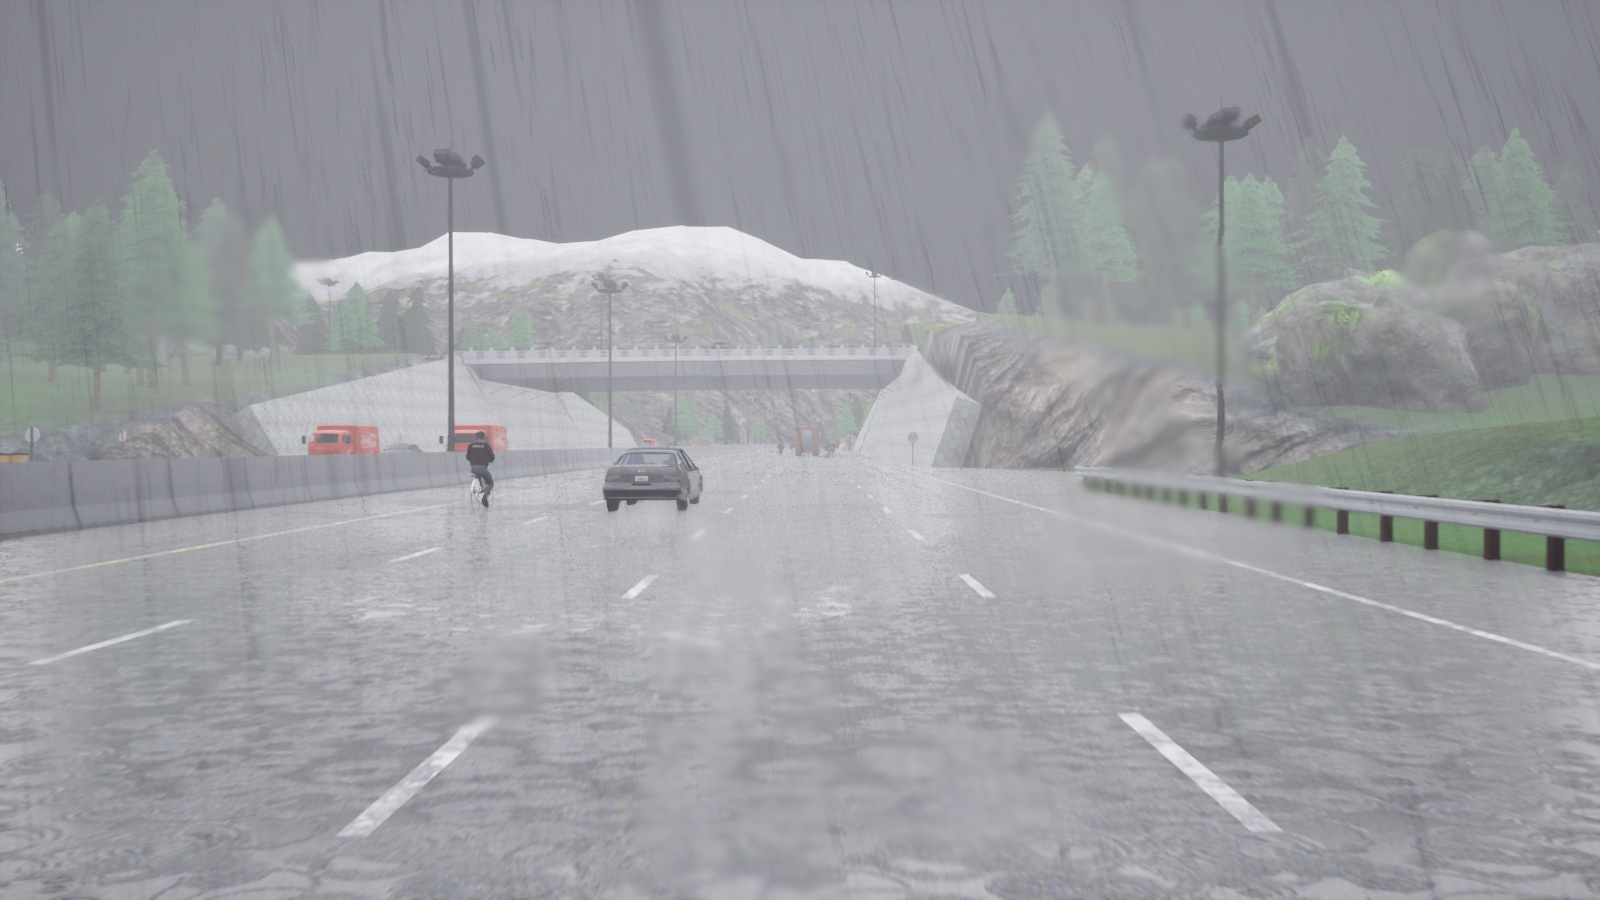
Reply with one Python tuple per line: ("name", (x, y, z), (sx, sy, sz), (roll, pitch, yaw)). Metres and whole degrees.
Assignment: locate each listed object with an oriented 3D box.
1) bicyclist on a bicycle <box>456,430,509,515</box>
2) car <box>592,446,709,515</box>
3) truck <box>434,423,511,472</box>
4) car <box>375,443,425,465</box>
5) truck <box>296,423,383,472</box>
("bicyclist on a bicycle", (-6.831, 0.459, 27.065), (0.659, 1.776, 1.843), (0, 1, 0))
("car", (-3.320, 0.628, 28.922), (2.033, 1.411, 5.357), (0, 0, 0))
("truck", (-17.110, -0.126, 65.930), (2.627, 2.467, 5.204), (0, 0, 0))
("car", (-27.510, 0.241, 86.588), (1.837, 1.490, 4.892), (0, 0, 1))
("truck", (-24.109, -0.131, 65.964), (2.627, 2.467, 5.204), (0, 0, 0))
